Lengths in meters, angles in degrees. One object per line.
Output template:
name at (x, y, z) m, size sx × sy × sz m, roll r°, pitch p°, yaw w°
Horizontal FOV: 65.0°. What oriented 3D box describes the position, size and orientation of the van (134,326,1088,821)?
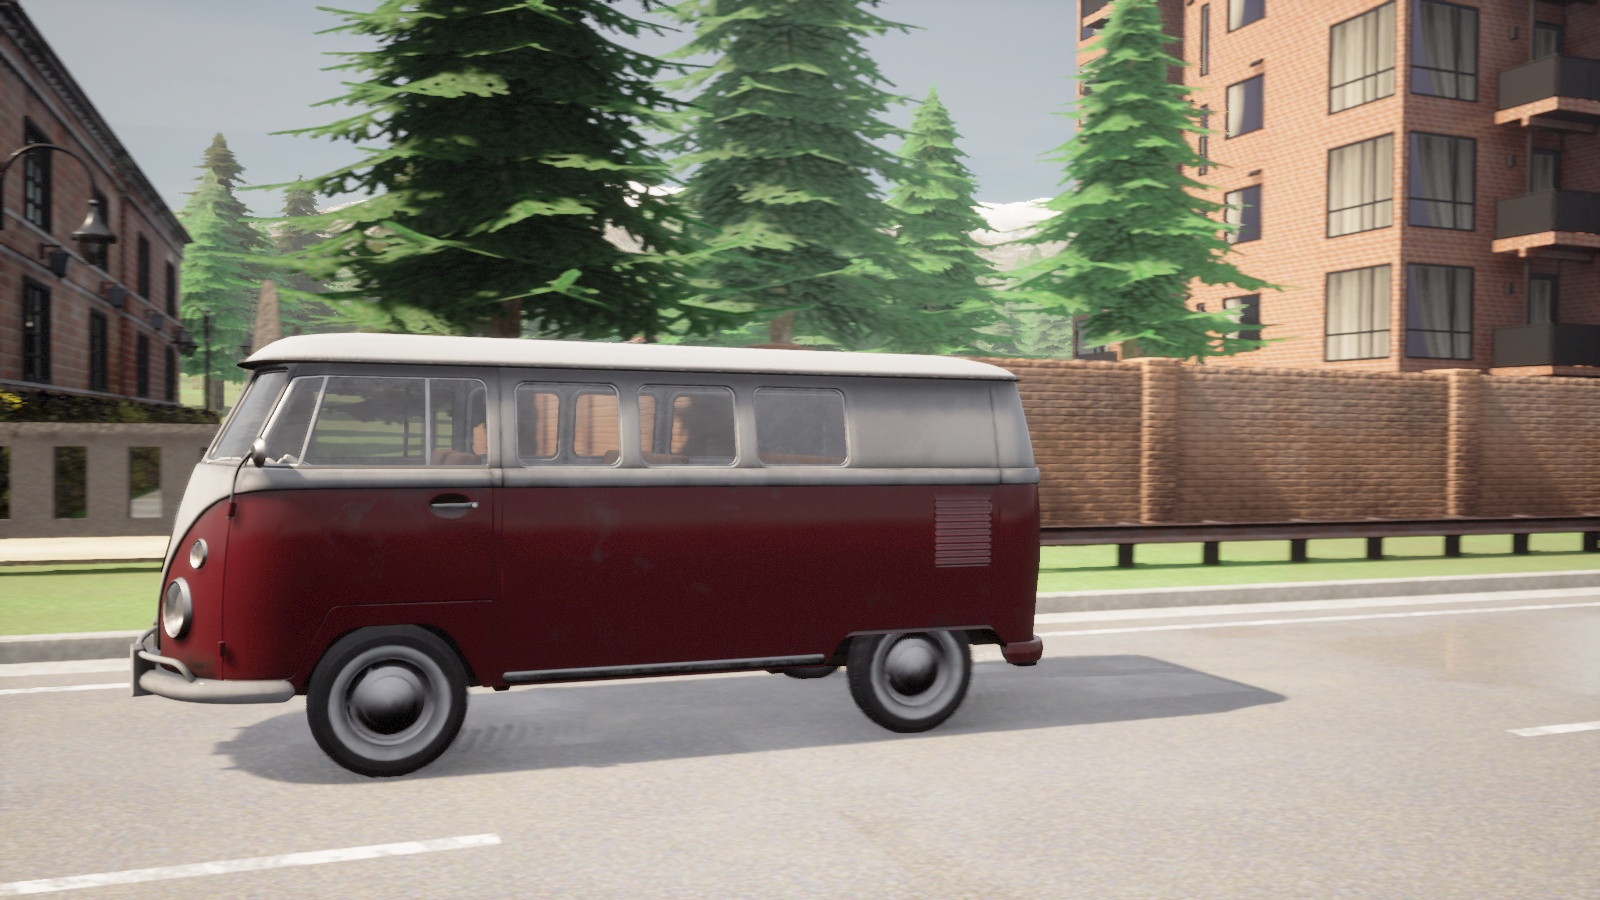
van at (-0.886, 0.452, 6.643) m, size 4.442 × 1.987 × 1.775 m, roll -1°, pitch 1°, yaw -21°
